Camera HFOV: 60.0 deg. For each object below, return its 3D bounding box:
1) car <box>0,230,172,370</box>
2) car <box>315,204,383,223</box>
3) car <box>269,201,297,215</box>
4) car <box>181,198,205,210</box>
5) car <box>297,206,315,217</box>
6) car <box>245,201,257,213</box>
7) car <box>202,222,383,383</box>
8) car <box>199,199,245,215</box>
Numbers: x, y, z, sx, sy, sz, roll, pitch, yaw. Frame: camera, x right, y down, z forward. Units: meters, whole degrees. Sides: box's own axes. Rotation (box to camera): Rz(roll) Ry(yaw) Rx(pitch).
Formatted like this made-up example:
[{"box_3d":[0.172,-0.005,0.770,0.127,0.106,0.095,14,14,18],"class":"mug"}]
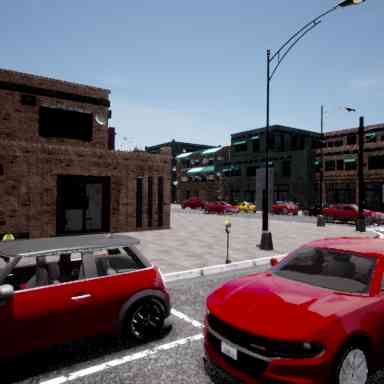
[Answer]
[{"box_3d":[-2.409,1.440,4.826,4.097,1.590,1.967,0,1,-36],"class":"car"},{"box_3d":[11.669,1.618,24.119,1.812,1.442,4.674,1,-1,-33],"class":"car"},{"box_3d":[9.773,1.739,37.222,1.967,1.590,4.097,0,-1,-35],"class":"car"},{"box_3d":[0.277,1.773,50.893,2.192,1.841,5.009,0,-1,-35],"class":"car"},{"box_3d":[12.938,1.812,32.664,1.947,1.339,4.313,0,-1,-35],"class":"car"},{"box_3d":[6.510,1.879,41.917,1.752,1.417,4.829,0,-1,-35],"class":"car"},{"box_3d":[2.442,1.479,5.105,5.008,1.535,1.882,0,0,-35],"class":"car"},{"box_3d":[3.213,1.763,36.523,1.812,1.442,4.674,1,-1,-35],"class":"car"}]
